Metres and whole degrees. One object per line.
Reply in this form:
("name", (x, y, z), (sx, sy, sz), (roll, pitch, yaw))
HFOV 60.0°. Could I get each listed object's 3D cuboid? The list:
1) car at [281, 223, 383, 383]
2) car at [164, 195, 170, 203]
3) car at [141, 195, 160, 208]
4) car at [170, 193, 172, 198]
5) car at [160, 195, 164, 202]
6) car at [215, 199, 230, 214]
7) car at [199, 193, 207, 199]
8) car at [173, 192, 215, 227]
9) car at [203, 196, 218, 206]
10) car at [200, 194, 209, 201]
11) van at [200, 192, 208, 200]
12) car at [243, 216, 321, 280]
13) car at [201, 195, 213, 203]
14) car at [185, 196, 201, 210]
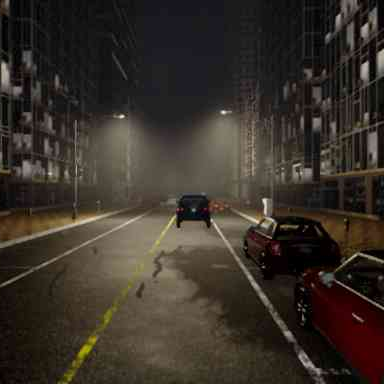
("car", (2.693, 1.423, 4.129), (1.967, 1.590, 4.097), (0, 0, 0))
("car", (-5.677, 1.261, 61.062), (1.887, 1.381, 4.507), (0, 0, 0))
("car", (-5.680, 1.350, 43.984), (1.887, 1.381, 4.507), (0, 0, 0))
("car", (-5.676, 1.252, 66.755), (1.947, 1.339, 4.313), (0, 0, 0))
("car", (-5.679, 1.358, 49.678), (1.802, 1.307, 4.206), (0, 0, 0))
("car", (2.698, 1.406, 32.592), (1.887, 1.381, 4.507), (0, 0, 0))
("car", (2.709, 1.028, 83.821), (1.967, 1.590, 4.097), (0, 0, 0))
("car", (0.105, 1.132, 22.216), (2.150, 2.045, 5.566), (0, 0, 0))
("car", (2.701, 1.342, 49.668), (1.947, 1.339, 4.313), (0, 0, 0))
("car", (2.706, 1.220, 72.437), (1.947, 1.339, 4.313), (0, 0, 0))
("van", (2.708, 0.962, 78.129), (1.690, 1.788, 3.998), (0, 0, 0))
("car", (2.694, 1.400, 9.821), (1.967, 1.590, 4.097), (0, 0, 0))
("car", (2.704, 1.282, 61.052), (1.947, 1.339, 4.313), (0, 0, 0))
("car", (0.108, 1.326, 41.180), (1.837, 1.490, 4.892), (0, 1, 0))
